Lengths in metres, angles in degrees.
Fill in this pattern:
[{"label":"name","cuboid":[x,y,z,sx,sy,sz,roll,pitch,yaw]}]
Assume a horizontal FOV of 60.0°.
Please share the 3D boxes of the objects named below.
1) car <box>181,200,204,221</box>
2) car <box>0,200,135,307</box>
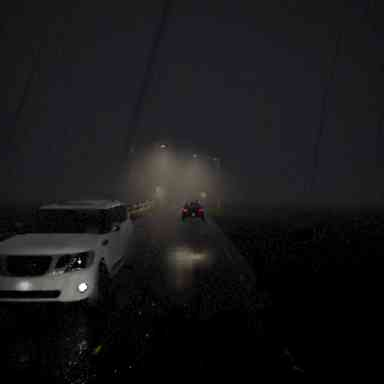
[{"label":"car","cuboid":[0.035,1.647,28.773,1.812,1.442,4.674,0,-1,-2]},{"label":"car","cuboid":[-2.865,1.258,8.425,2.150,2.045,5.566,0,0,0]}]
